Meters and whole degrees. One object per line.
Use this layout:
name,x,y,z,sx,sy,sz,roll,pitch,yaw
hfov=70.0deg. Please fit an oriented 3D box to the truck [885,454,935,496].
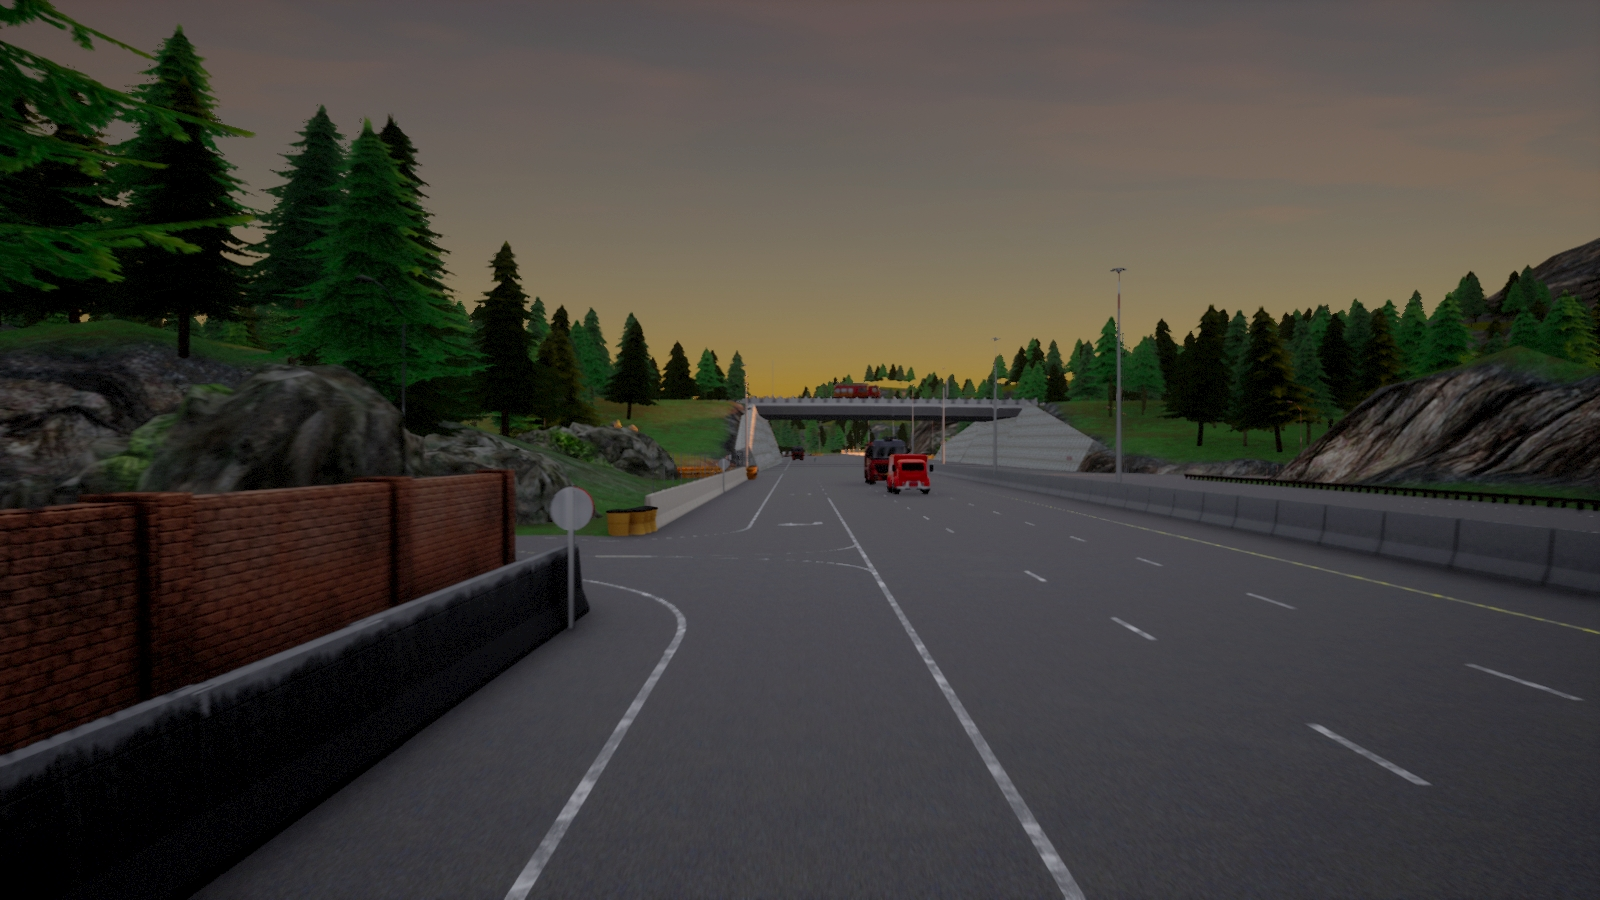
truck,6.871,1.520,71.882,2.627,2.467,5.204,0,0,0
